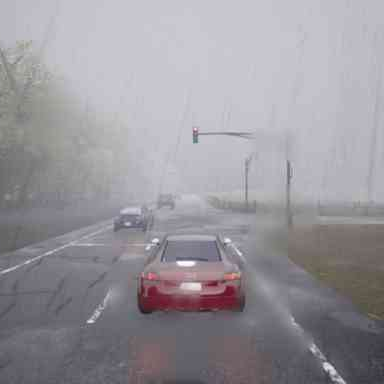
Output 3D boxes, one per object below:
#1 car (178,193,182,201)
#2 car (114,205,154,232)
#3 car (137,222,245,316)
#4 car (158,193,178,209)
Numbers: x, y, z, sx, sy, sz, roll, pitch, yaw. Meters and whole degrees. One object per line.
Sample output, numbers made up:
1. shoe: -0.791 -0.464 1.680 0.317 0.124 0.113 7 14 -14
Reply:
1. car: -3.648 1.208 85.815 2.150 2.045 5.566 0 0 0
2. car: -3.433 1.526 20.053 1.812 1.442 4.674 0 0 0
3. car: -0.010 1.565 7.611 1.994 1.385 4.181 0 0 0
4. car: -3.478 1.218 45.817 2.150 2.045 5.566 0 0 0
